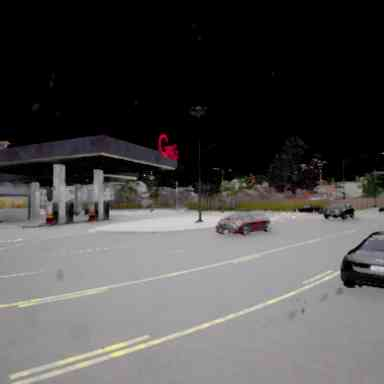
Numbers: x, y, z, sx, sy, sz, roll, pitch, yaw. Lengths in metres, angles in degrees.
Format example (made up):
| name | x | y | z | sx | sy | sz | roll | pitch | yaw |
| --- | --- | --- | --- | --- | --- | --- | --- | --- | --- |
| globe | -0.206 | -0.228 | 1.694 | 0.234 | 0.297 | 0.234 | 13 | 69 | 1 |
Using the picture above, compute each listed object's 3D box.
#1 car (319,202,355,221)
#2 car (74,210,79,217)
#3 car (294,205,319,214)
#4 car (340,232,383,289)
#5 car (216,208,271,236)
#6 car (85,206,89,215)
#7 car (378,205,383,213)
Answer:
| name | x | y | z | sx | sy | sz | roll | pitch | yaw |
| --- | --- | --- | --- | --- | --- | --- | --- | --- | --- |
| car | 17.347 | 2.230 | 39.011 | 2.150 | 2.045 | 5.566 | -2 | -3 | 41 |
| car | -20.056 | 3.295 | 53.816 | 3.806 | 1.475 | 1.970 | -2 | -2 | 41 |
| car | 20.615 | 3.059 | 59.236 | 5.008 | 1.535 | 1.882 | -2 | -2 | 41 |
| car | 5.698 | 1.793 | 9.226 | 1.994 | 1.385 | 4.181 | -2 | -2 | 42 |
| car | 3.624 | 2.019 | 23.070 | 2.097 | 1.767 | 4.553 | -2 | -2 | 41 |
| car | -16.910 | 3.249 | 58.686 | 4.611 | 1.667 | 2.242 | -2 | -2 | 41 |
| car | 34.184 | 2.959 | 58.464 | 2.033 | 1.411 | 5.357 | -2 | -2 | 41 |
